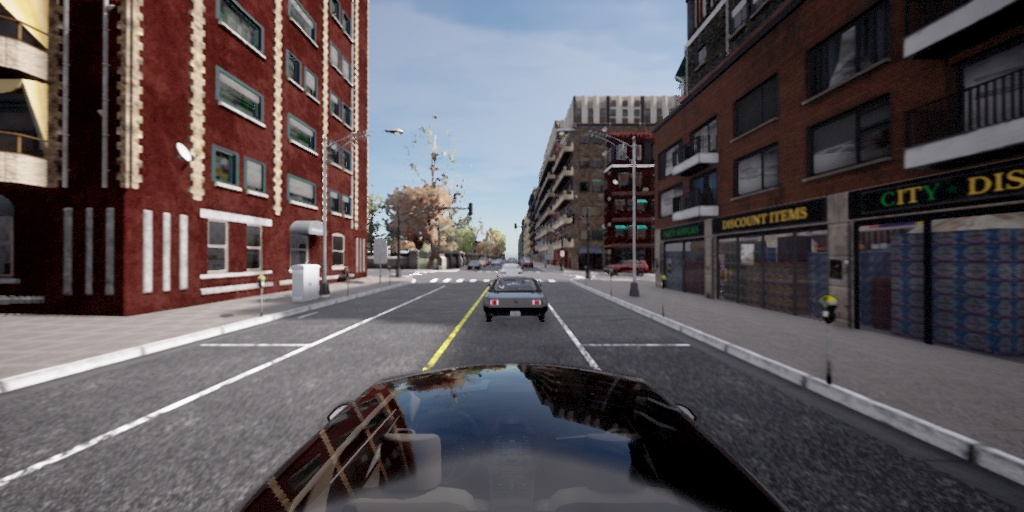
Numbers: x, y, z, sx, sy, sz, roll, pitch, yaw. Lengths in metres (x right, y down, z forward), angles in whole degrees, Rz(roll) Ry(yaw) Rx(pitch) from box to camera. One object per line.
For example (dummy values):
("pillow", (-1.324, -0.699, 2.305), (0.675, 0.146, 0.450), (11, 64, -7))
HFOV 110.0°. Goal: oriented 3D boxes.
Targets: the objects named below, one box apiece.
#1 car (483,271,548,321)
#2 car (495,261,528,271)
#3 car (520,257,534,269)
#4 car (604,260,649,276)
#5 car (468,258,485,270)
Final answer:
("car", (0.101, 1.358, 12.451), (1.895, 1.301, 4.718), (0, 0, 0))
("car", (-0.133, 1.299, 26.500), (1.812, 1.442, 4.674), (0, 0, -4))
("car", (2.690, 1.376, 60.190), (1.888, 1.381, 4.507), (0, 0, 0))
("car", (13.449, 1.394, 42.219), (5.009, 1.841, 2.192), (0, 0, -1))
("car", (-5.690, 1.385, 54.560), (1.948, 1.339, 4.313), (0, 0, 0))
